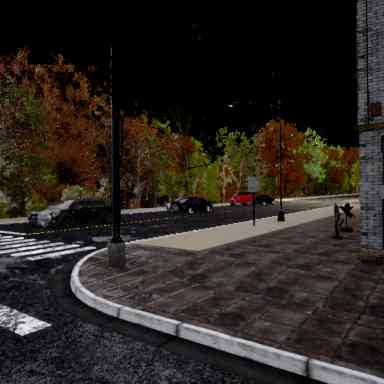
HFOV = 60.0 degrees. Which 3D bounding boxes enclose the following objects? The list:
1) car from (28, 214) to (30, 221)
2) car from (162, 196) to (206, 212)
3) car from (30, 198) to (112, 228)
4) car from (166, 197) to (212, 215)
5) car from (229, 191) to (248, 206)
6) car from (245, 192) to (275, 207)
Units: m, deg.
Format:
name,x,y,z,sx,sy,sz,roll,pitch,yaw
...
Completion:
name,x,y,z,sx,sy,sz,roll,pitch,yaw
car,-9.388,1.474,23.764,1.994,1.385,4.181,-1,0,36
car,-0.776,1.252,35.479,2.128,1.511,4.902,-1,0,36
car,-7.325,1.228,21.074,2.097,1.767,4.553,-1,0,36
car,0.048,1.254,31.116,1.837,1.490,4.892,-1,0,36
car,7.312,0.845,46.428,2.150,2.045,5.566,-1,0,36
car,9.253,1.095,43.590,1.837,1.490,4.892,-1,0,37
